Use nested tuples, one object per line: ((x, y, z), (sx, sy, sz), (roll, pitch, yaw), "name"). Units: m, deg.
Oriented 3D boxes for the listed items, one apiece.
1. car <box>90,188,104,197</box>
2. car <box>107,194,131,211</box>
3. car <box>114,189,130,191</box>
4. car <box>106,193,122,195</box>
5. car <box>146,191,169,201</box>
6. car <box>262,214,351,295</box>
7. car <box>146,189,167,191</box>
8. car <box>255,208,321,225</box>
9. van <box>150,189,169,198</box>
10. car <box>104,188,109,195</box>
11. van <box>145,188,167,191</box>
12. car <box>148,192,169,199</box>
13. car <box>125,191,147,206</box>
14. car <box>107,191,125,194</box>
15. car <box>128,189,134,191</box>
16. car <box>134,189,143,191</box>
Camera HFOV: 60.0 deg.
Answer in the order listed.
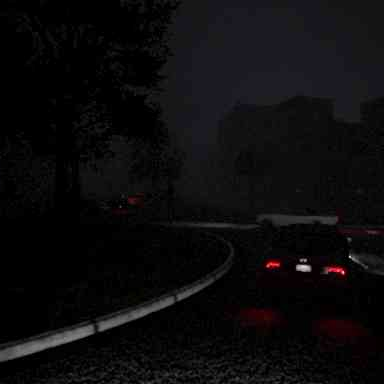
((-24.911, 0.366, 85.610), (2.097, 1.535, 5.008), (0, 2, -2), "car")
((-8.939, 1.412, 40.155), (1.837, 1.490, 4.892), (0, 1, -19), "car")
((-14.720, 0.789, 69.577), (1.882, 1.535, 5.008), (0, 1, -6), "car")
((-11.635, 1.282, 49.850), (1.994, 1.385, 4.181), (0, 1, -12), "car")
((-5.847, 1.013, 60.981), (4.892, 1.521, 2.231), (0, 1, -7), "car")
((3.207, 1.569, 8.939), (2.033, 1.411, 5.357), (0, 0, 23), "car")
((-6.138, 0.828, 63.717), (4.553, 1.767, 2.185), (0, 1, -7), "car")
((6.384, 1.642, 20.544), (4.718, 1.301, 1.895), (0, 0, 29), "car")
((-7.549, 0.416, 77.193), (4.442, 1.987, 1.878), (0, 1, -5), "van")
((-25.133, 0.249, 91.097), (2.163, 1.488, 4.792), (0, 2, -1), "car")
((-6.612, 0.668, 66.434), (4.442, 1.987, 1.878), (0, 1, -7), "van")
((-7.415, 0.749, 74.488), (4.674, 1.452, 2.002), (0, 1, -5), "car")
((-8.300, 1.110, 48.767), (2.097, 1.767, 4.553), (0, 1, -14), "car")
((-13.441, 1.072, 59.730), (2.033, 1.411, 5.357), (0, 1, -7), "car")
((-15.678, 0.502, 79.422), (1.895, 1.301, 4.718), (0, 1, -4), "car")
((-12.746, 0.583, 80.517), (2.128, 1.511, 4.902), (0, 1, -4), "car")
